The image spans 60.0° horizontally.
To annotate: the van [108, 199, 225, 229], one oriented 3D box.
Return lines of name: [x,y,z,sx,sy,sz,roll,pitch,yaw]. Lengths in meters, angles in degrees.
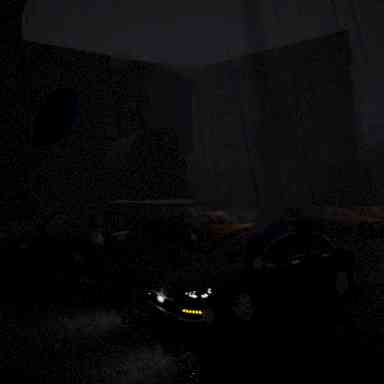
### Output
van: [-1.277,1.267,12.539,4.442,1.987,1.878,-1,-1,35]

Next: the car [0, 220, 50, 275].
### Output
car: [-6.241,1.537,9.111,4.674,1.452,2.002,-1,0,35]

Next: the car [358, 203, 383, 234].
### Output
car: [8.497,1.561,19.483,5.366,1.575,1.946,-1,-1,34]

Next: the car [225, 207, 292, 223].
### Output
car: [1.213,1.499,14.241,5.366,1.575,1.946,-1,-1,34]

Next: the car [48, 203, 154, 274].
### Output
car: [-3.786,1.367,10.836,4.553,1.767,2.185,-1,-1,35]

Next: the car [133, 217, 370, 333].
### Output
car: [1.462,1.499,6.878,4.892,1.490,1.837,0,0,-36]

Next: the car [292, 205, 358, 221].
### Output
car: [5.944,1.569,17.822,4.792,1.488,2.163,-1,-1,34]
